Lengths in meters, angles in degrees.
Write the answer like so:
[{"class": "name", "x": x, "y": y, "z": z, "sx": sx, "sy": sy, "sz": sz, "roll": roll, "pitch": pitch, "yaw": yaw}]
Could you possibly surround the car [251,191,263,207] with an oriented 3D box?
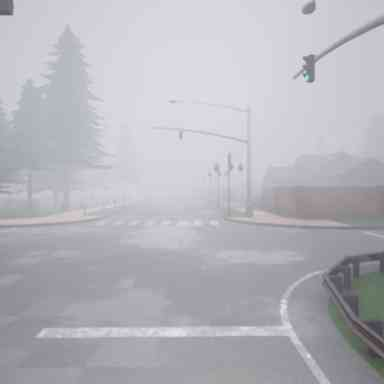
[{"class": "car", "x": 8.941, "y": 0.763, "z": 37.053, "sx": 4.605, "sy": 1.855, "sz": 1.932, "roll": 0, "pitch": 1, "yaw": 0}]
